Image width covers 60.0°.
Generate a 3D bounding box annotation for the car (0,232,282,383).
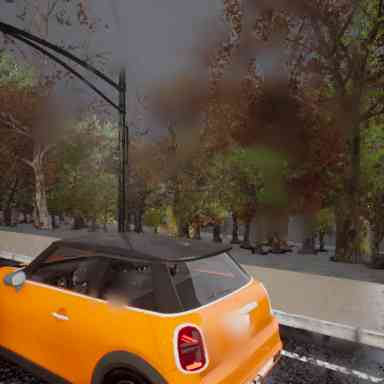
[{"bbox_3d":[-1.223,1.351,4.569,4.553,1.767,2.097,0,0,36],"label":"car"}]
